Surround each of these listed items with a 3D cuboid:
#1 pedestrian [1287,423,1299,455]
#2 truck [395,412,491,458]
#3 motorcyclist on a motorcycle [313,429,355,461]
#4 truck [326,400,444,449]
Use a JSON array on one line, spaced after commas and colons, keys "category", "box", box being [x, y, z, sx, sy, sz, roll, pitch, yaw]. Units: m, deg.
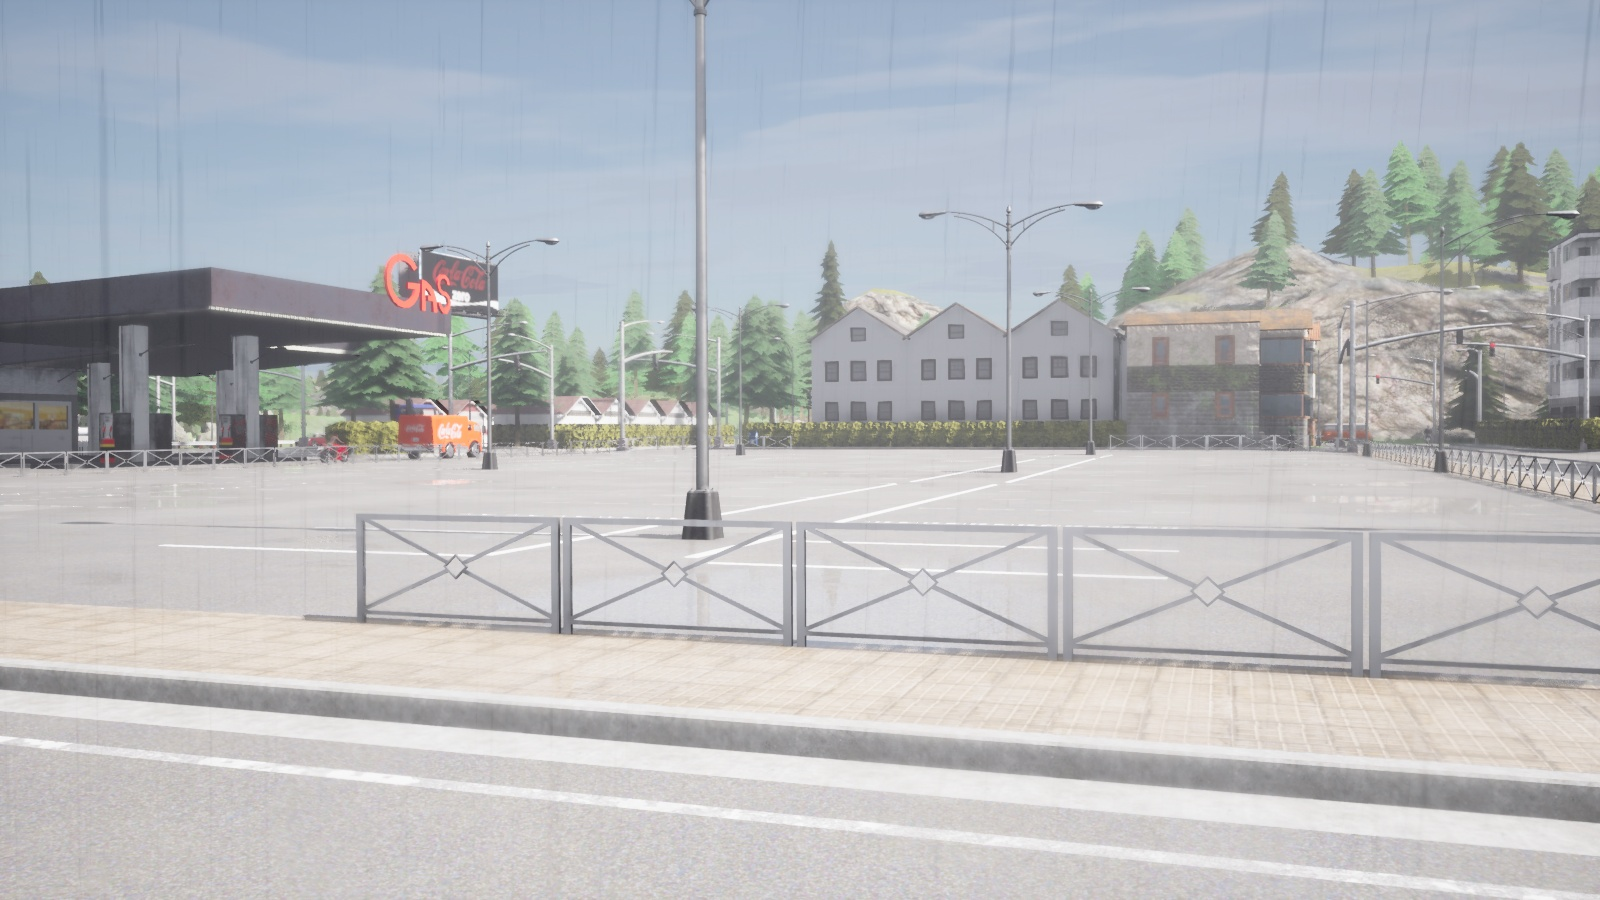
[{"category": "pedestrian", "box": [29.733, -0.669, 75.756, 0.423, 1.949, 0.788, 0, 1, 2]}, {"category": "truck", "box": [-19.786, -0.852, 69.821, 2.627, 2.467, 5.204, 1, 1, 19]}, {"category": "motorcyclist on a motorcycle", "box": [-22.763, -0.260, 61.423, 0.797, 1.523, 2.044, 1, 1, 19]}, {"category": "truck", "box": [-30.355, -1.867, 91.884, 7.936, 3.462, 2.891, 0, 2, 19]}]
